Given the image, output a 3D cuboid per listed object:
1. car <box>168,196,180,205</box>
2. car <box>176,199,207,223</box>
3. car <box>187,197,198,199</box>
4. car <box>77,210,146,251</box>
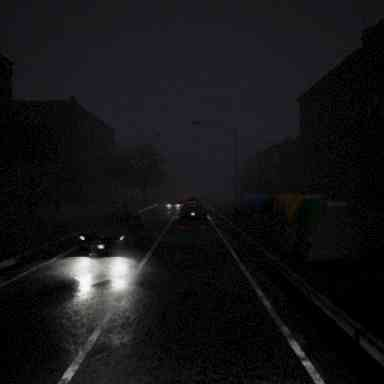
[{"bbox_3d":[-3.137,1.435,57.757,1.812,1.442,4.674,0,0,0],"label":"car"},{"bbox_3d":[0.064,1.472,24.684,1.994,1.385,4.181,0,0,0],"label":"car"},{"bbox_3d":[0.036,1.399,41.894,1.837,1.490,4.892,0,0,0],"label":"car"},{"bbox_3d":[-3.120,1.486,14.058,2.033,1.411,5.357,0,0,0],"label":"car"}]
